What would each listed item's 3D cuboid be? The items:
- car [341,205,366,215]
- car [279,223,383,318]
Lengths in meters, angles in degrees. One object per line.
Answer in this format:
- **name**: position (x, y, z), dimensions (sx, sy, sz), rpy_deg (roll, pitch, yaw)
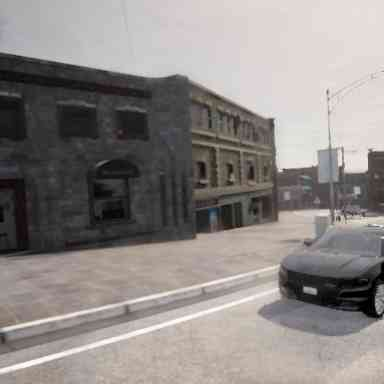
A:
- **car**: position (21.778, 2.558, 45.060), dimensions (1.837, 1.490, 4.892), rpy_deg (-3, -3, 4)
- **car**: position (3.932, 1.556, 7.838), dimensions (5.008, 1.535, 1.882), rpy_deg (1, -1, -45)
